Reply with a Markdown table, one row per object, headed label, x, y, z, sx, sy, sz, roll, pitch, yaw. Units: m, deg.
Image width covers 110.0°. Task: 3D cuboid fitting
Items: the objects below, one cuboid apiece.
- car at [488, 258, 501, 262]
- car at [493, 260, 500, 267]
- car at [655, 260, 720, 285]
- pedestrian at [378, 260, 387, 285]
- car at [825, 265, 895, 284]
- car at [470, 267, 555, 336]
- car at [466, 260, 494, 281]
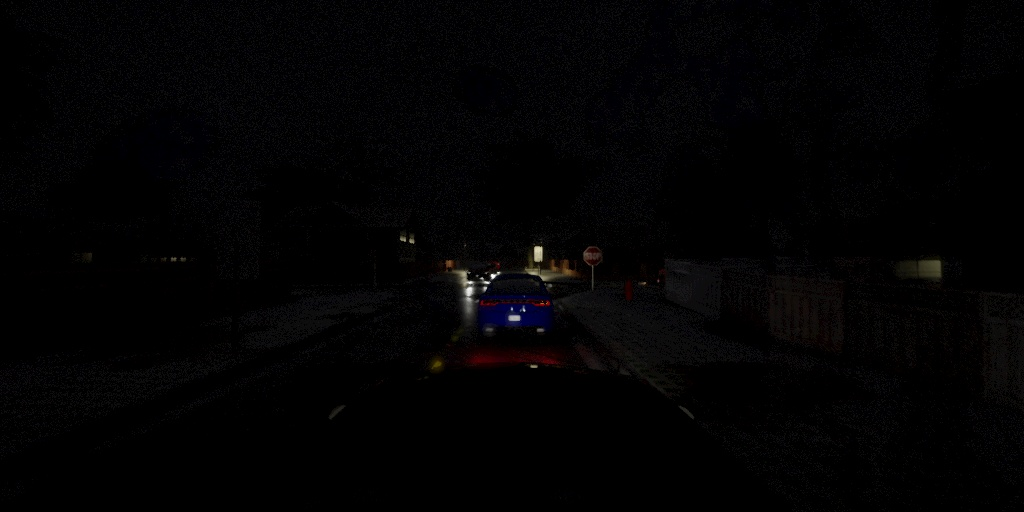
| label | x | y | z | sx | sy | sz | roll | pitch | yaw |
| --- | --- | --- | --- | --- | --- | --- | --- | --- | --- |
| car | -2.902 | 1.258 | 55.990 | 2.150 | 2.045 | 5.566 | 0 | -1 | -1 |
| car | -2.812 | 1.481 | 43.742 | 1.994 | 1.385 | 4.181 | 0 | 0 | 1 |
| car | 11.783 | 1.026 | 23.382 | 4.553 | 1.767 | 2.097 | -1 | -2 | 1 |
| pedestrian | -9.651 | 1.198 | 26.591 | 0.375 | 1.860 | 0.375 | 0 | -1 | 1 |
| car | 21.686 | 0.903 | 23.245 | 4.553 | 1.767 | 2.097 | -1 | -2 | 1 |
| car | 0.175 | 1.241 | 10.472 | 1.882 | 1.535 | 5.008 | 0 | 0 | 3 |
| car | -2.829 | 1.364 | 31.442 | 1.812 | 1.442 | 4.674 | 0 | 0 | 0 |
